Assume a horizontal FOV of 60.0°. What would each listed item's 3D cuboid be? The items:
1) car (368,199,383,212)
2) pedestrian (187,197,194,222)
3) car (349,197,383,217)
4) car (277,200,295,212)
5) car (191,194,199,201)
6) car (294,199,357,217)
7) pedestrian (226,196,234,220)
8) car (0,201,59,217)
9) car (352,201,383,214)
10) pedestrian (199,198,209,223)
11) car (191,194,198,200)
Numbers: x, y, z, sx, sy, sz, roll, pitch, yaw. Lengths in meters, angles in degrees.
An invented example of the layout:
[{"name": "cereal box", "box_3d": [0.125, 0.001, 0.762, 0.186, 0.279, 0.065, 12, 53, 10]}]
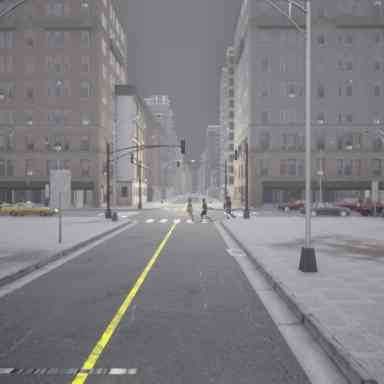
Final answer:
[{"name": "car", "box_3d": [22.900, 1.541, 38.031, 4.403, 1.369, 2.008, 0, 0, 1]}, {"name": "pedestrian", "box_3d": [-0.090, 1.294, 25.014, 0.375, 1.860, 0.375, 0, 0, 0]}, {"name": "car", "box_3d": [17.418, 1.342, 30.054, 5.009, 1.841, 2.192, 0, 0, 1]}, {"name": "car", "box_3d": [12.082, 1.532, 38.128, 4.507, 1.381, 1.887, 0, 0, 1]}, {"name": "car", "box_3d": [0.657, 1.544, 80.514, 1.812, 1.442, 4.674, 0, 0, 0]}, {"name": "car", "box_3d": [12.009, 1.576, 30.104, 4.403, 1.369, 2.008, 0, 0, 1]}, {"name": "pedestrian", "box_3d": [2.686, 1.143, 24.391, 0.375, 1.860, 0.375, 0, 0, 0]}, {"name": "car", "box_3d": [-14.666, 1.544, 30.344, 4.829, 1.417, 1.752, 0, 0, 1]}, {"name": "car", "box_3d": [19.960, 1.602, 35.518, 4.718, 1.301, 1.895, 0, 0, 1]}, {"name": "pedestrian", "box_3d": [0.857, 1.293, 23.807, 0.375, 1.860, 0.375, 0, 0, 0]}, {"name": "car", "box_3d": [0.738, 1.392, 90.518, 1.812, 1.442, 4.674, 0, 0, 0]}]
